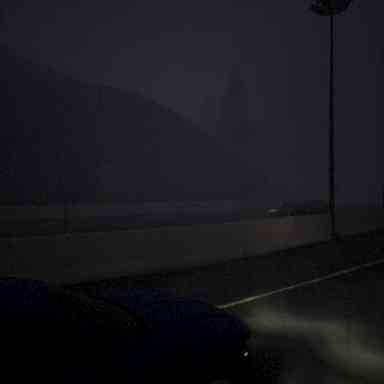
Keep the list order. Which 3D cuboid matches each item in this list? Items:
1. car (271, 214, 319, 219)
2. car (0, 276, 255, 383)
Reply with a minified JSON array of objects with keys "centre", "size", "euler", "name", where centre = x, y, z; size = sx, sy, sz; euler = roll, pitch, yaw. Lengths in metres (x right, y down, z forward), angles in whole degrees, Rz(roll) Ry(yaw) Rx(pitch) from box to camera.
[{"centre":[7.344,1.524,23.566],"size":[4.674,1.442,1.812],"euler":[0,0,-42],"name":"car"},{"centre":[-1.653,1.482,2.662],"size":[5.008,1.535,1.882],"euler":[0,0,-36],"name":"car"}]
